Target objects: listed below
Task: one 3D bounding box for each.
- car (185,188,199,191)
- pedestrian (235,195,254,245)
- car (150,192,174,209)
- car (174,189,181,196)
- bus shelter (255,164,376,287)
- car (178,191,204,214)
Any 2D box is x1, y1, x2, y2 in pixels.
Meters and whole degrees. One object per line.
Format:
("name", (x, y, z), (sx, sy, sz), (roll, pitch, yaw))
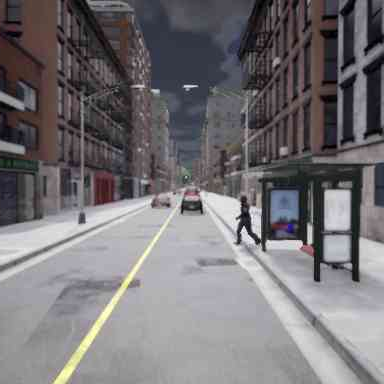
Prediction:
("car", (-0.052, 0.430, 45.501), (2.150, 2.045, 5.566), (0, 0, -2))
("pedestrian", (1.848, 0.963, 11.673), (0.375, 1.860, 0.375), (0, 1, -10))
("car", (-3.190, 0.923, 34.907), (1.812, 1.442, 4.674), (0, 1, 0))
("car", (-3.223, 0.095, 74.839), (1.837, 1.490, 4.892), (0, 1, 0))
("bus shelter", (3.109, 0.713, 9.327), (1.920, 2.740, 3.880), (0, 1, 0))
("car", (-0.008, 0.981, 28.815), (1.882, 1.535, 5.008), (0, 1, 0))
